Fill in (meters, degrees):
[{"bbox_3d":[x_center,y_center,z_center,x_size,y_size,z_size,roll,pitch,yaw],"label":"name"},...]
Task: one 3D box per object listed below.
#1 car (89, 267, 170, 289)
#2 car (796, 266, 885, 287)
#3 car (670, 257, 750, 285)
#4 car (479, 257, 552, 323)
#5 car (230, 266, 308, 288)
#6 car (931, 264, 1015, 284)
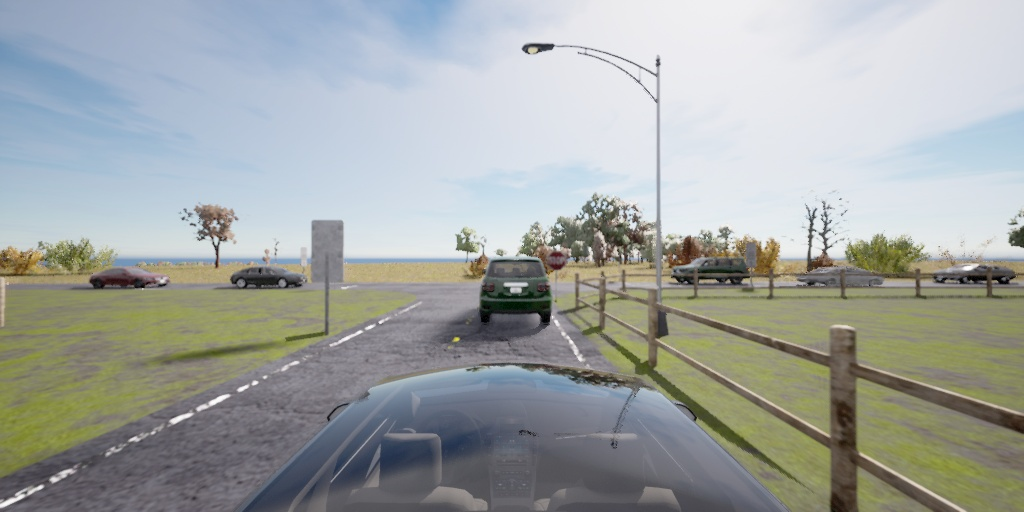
[{"bbox_3d":[-27.107,1.532,25.445,4.674,1.442,1.812,0,0,1],"label":"car"},{"bbox_3d":[22.823,1.478,24.992,4.718,1.301,1.895,0,0,1],"label":"car"},{"bbox_3d":[15.401,1.136,28.015,5.566,2.045,2.150,0,0,0],"label":"car"},{"bbox_3d":[0.111,1.056,12.580,2.150,2.045,5.566,0,0,0],"label":"car"},{"bbox_3d":[-17.084,1.482,25.345,4.892,1.490,1.837,0,0,1],"label":"car"},{"bbox_3d":[35.652,1.372,27.815,4.902,1.511,2.128,0,0,1],"label":"car"}]
